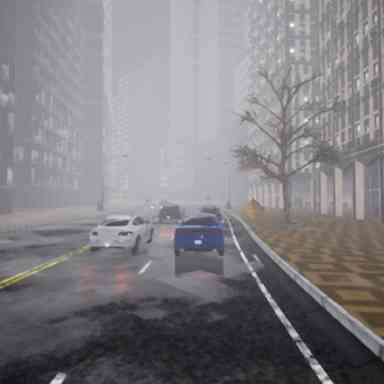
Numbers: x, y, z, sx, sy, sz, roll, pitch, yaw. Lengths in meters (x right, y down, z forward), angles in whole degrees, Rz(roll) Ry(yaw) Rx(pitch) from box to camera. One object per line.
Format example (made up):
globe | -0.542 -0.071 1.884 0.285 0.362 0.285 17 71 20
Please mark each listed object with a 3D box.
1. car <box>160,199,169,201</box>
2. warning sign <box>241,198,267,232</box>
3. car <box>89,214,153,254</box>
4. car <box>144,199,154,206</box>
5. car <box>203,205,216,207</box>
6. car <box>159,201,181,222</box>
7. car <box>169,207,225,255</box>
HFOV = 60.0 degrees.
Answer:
car | -5.871 2.240 70.721 1.994 1.385 4.181 0 -1 -5
warning sign | 3.563 1.296 19.225 1.300 1.860 1.060 -1 -2 5
car | -2.880 1.665 14.172 1.812 1.442 4.674 0 0 4
car | -9.097 2.198 70.257 1.812 1.442 4.674 0 -1 -5
car | 1.523 1.845 28.830 1.994 1.385 4.181 0 -1 4
car | -1.723 1.794 29.019 1.837 1.490 4.892 0 0 4
car | 0.372 1.613 14.071 1.882 1.535 5.008 0 0 4
